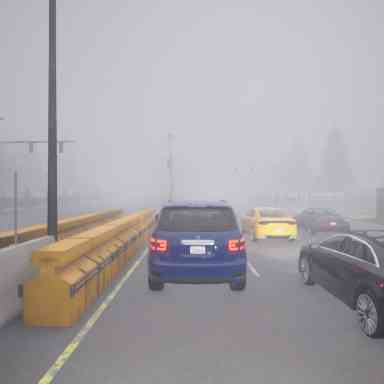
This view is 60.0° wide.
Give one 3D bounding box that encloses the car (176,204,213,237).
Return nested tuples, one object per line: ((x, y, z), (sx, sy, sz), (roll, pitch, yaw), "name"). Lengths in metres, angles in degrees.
((0.131, 1.505, 19.002), (1.837, 1.490, 4.892), (0, 0, 0), "car")

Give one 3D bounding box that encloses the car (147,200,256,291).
((0.116, 1.222, 9.153), (2.150, 2.045, 5.566), (0, 0, 0), "car")

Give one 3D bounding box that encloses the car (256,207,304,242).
((3.627, 1.478, 16.391), (1.882, 1.535, 5.008), (0, 0, 0), "car")

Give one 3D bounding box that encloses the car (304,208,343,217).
((7.131, 1.564, 18.785), (1.994, 1.385, 4.181), (0, 0, 0), "car")

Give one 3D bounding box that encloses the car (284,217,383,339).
((3.608, 1.492, 6.549), (2.128, 1.511, 4.902), (0, 0, 0), "car")
